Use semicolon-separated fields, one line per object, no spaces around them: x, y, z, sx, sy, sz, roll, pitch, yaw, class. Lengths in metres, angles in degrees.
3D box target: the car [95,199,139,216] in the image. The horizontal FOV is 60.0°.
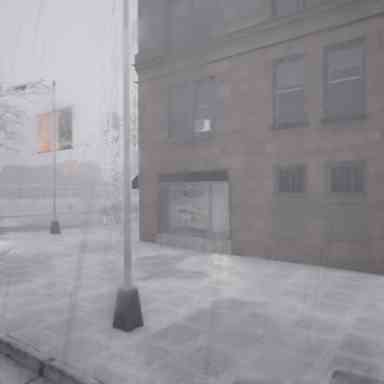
-7.421;1.516;33.260;1.837;1.490;4.892;-1;0;36;car
